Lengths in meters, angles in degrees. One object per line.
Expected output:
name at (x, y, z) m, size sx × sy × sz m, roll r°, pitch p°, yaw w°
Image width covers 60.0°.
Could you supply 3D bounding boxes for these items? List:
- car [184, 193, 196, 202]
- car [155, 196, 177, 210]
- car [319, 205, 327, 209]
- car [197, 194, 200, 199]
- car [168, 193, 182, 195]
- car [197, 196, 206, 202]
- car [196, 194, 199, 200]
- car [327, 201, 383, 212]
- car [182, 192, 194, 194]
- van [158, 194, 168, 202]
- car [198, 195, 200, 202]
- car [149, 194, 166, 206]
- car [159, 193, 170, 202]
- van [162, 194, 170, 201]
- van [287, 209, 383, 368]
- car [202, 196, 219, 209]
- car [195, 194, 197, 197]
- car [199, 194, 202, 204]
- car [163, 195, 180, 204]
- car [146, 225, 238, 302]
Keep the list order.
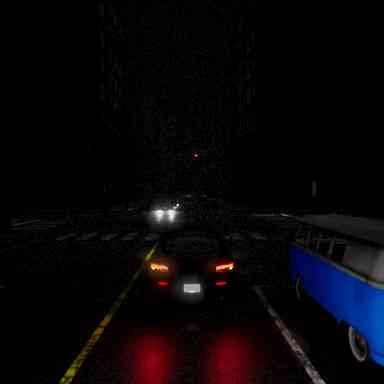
car at (-0.610, 1.563, 74.216) m, size 1.895 × 1.301 × 4.718 m, roll 0°, pitch 0°, yaw -1°
car at (-3.285, 1.593, 42.611) m, size 1.895 × 1.301 × 4.718 m, roll 0°, pitch 0°, yaw 0°
car at (14.420, 1.584, 32.105) m, size 4.718 × 1.301 × 1.895 m, roll 0°, pitch 0°, yaw 2°
car at (2.425, 1.547, 61.236) m, size 1.947 × 1.339 × 4.313 m, roll 0°, pitch 0°, yaw -1°
car at (-3.523, 1.331, 64.605) m, size 2.097 × 1.767 × 4.553 m, roll 0°, pitch 0°, yaw 0°
car at (2.198, 1.548, 77.812) m, size 1.802 × 1.307 × 4.206 m, roll 0°, pitch 0°, yaw -1°
car at (2.349, 1.522, 66.762) m, size 1.887 × 1.381 × 4.507 m, roll 0°, pitch 0°, yaw -1°
car at (14.605, 1.517, 28.854) m, size 4.674 × 1.442 × 1.812 m, roll 0°, pitch 0°, yaw -3°
car at (-0.746, 1.078, 84.216) m, size 2.150 × 2.045 × 5.566 m, roll 0°, pitch 0°, yaw -1°
van at (-6.251, 1.313, 72.170) m, size 1.690 × 1.788 × 3.998 m, roll 0°, pitch 0°, yaw -1°
car at (2.500, 1.536, 55.710) m, size 2.008 × 1.369 × 4.403 m, roll 0°, pitch 0°, yaw -1°
car at (-6.025, 1.301, 55.594) m, size 2.192 × 1.841 × 5.009 m, roll 0°, pitch 0°, yaw -1°
car at (-6.327, 1.281, 77.696) m, size 2.192 × 1.841 × 5.009 m, roll 0°, pitch 0°, yaw -1°
van at (-6.400, 1.301, 83.220) m, size 1.690 × 1.788 × 3.998 m, roll 0°, pitch 0°, yaw -1°
van at (2.854, 1.341, 5.470) m, size 1.690 × 1.788 × 3.998 m, roll 0°, pitch 0°, yaw 0°
car at (2.649, 1.517, 44.830) m, size 1.752 × 1.417 × 4.829 m, roll 0°, pitch 0°, yaw -1°
car at (2.274, 1.522, 72.287) m, size 2.008 × 1.369 × 4.403 m, roll 0°, pitch 0°, yaw -1°
car at (2.575, 1.429, 50.185) m, size 1.967 × 1.590 × 4.097 m, roll 0°, pitch 0°, yaw -1°
car at (-3.416, 1.551, 53.782) m, size 1.994 × 1.385 × 4.181 m, roll 0°, pitch 0°, yaw -1°
car at (0.000, 1.525, 8.148) m, size 1.812 × 1.442 × 4.674 m, roll 0°, pitch 0°, yaw 0°
